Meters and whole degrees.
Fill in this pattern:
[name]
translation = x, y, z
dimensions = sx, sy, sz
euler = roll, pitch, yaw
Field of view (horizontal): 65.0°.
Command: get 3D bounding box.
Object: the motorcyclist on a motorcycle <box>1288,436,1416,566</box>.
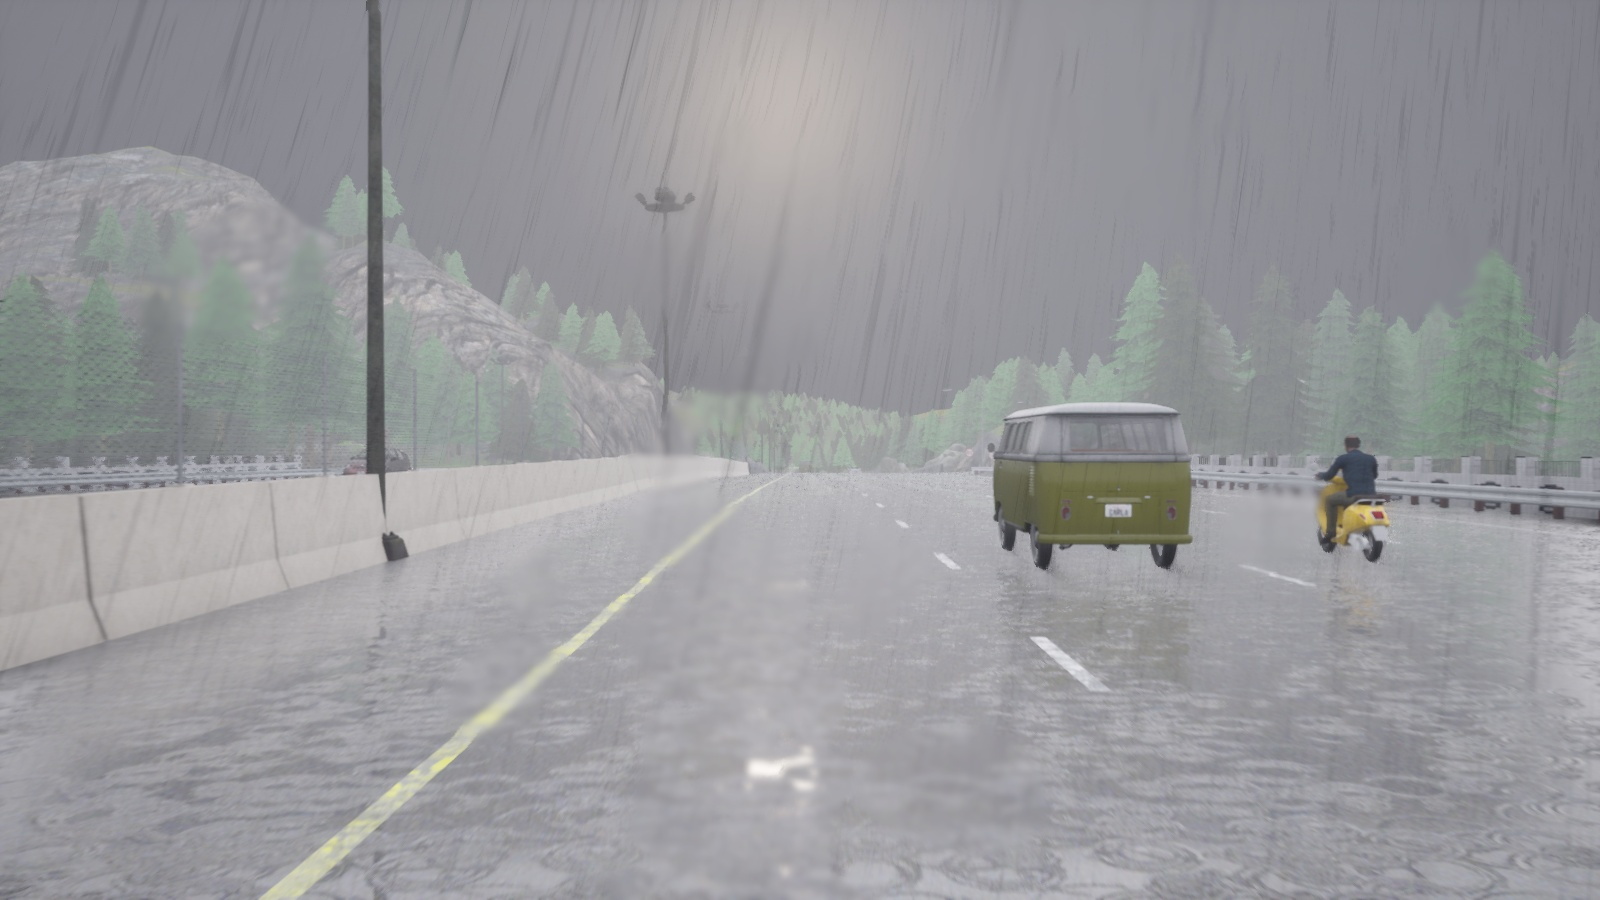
[motorcyclist on a motorcycle]
translation = 7.108, 0.616, 16.273
dimensions = 0.866, 1.590, 1.817
euler = 0, 0, 0

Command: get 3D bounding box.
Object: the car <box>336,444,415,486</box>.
[car]
translation = -17.195, 0.604, 51.024
dimensions = 1.851, 1.617, 3.988
euler = 0, -1, 0

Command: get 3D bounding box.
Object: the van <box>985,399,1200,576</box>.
[van]
translation = 3.608, 0.411, 16.311
dimensions = 1.775, 1.987, 4.442
euler = 0, 0, 0
